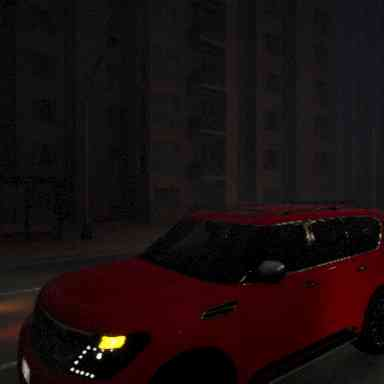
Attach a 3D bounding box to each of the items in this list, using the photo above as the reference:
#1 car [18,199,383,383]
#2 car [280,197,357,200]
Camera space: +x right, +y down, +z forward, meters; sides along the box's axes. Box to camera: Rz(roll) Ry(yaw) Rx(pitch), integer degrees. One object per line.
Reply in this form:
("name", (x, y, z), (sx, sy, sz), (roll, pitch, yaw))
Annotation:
("car", (0.777, 1.224, 4.557), (5.566, 2.045, 2.150), (0, 0, -36))
("car", (3.556, 1.220, 10.860), (5.566, 2.045, 2.150), (0, 0, -36))
